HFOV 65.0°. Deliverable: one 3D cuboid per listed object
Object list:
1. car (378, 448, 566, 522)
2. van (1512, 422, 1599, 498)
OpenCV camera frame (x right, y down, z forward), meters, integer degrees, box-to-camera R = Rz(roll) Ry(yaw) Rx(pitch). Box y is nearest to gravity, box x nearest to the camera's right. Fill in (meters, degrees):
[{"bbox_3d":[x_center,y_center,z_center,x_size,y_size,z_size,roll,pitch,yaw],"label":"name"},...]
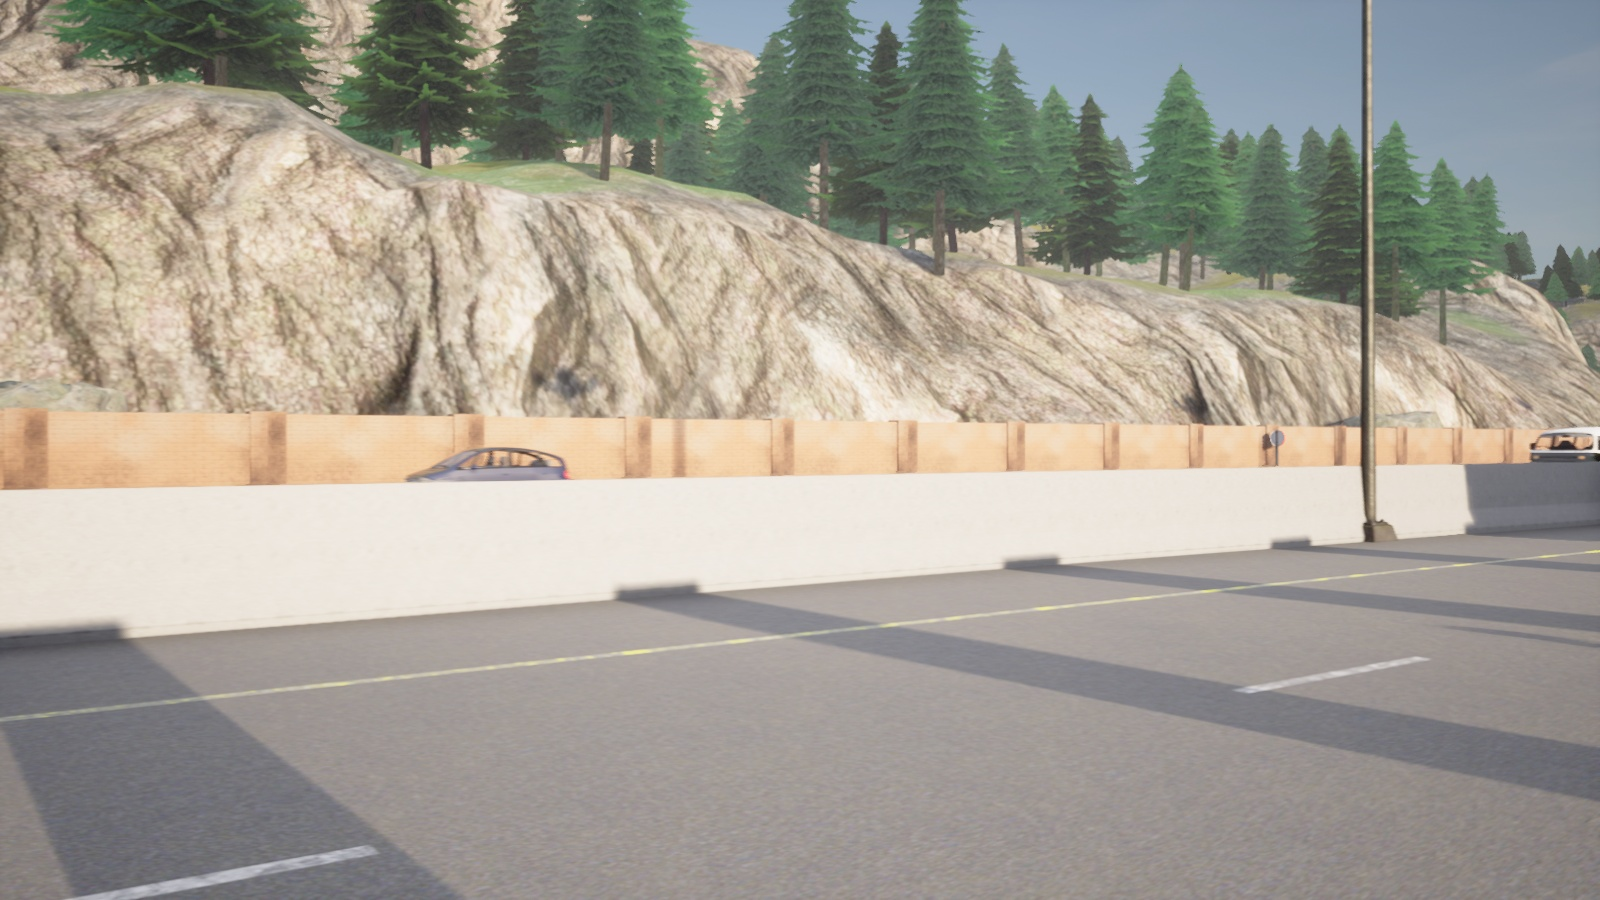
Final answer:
[{"bbox_3d":[-7.383,0.742,28.368,3.705,1.549,1.789,0,0,-35],"label":"car"},{"bbox_3d":[22.451,0.256,35.657,4.480,2.038,2.069,0,0,-34],"label":"van"}]
